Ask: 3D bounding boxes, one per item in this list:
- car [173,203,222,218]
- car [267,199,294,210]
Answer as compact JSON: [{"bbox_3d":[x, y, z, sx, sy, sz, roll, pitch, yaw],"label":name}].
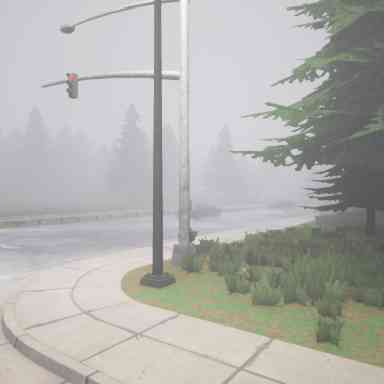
[{"bbox_3d":[0.560,1.574,27.053,1.895,1.301,4.718,0,0,35],"label":"car"},{"bbox_3d":[11.245,1.574,42.126,1.895,1.301,4.718,0,0,37],"label":"car"}]
